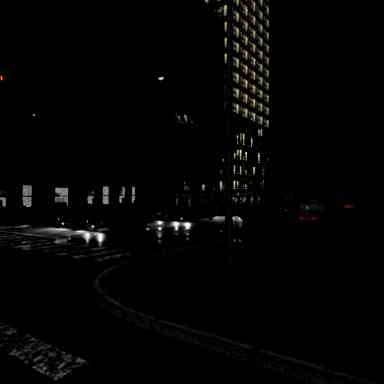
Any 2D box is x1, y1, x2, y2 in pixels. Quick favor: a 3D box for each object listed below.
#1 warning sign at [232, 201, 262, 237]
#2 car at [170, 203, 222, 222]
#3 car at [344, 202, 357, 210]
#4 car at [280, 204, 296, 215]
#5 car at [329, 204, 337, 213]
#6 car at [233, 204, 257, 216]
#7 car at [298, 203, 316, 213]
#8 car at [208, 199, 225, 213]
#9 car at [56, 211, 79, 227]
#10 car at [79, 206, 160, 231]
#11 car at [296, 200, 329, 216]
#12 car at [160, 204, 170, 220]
[{"bbox_3d":[3.068,1.454,18.571,1.300,1.860,1.060,1,1,33],"label":"warning sign"},{"bbox_3d":[0.496,2.055,32.101,2.033,1.411,5.357,0,-1,33],"label":"car"},{"bbox_3d":[31.303,2.789,65.816,1.882,1.535,5.008,0,-1,33],"label":"car"},{"bbox_3d":[13.730,2.418,46.440,1.994,1.385,4.181,0,-1,33],"label":"car"},{"bbox_3d":[21.755,2.596,53.030,1.994,1.385,4.181,0,-1,33],"label":"car"},{"bbox_3d":[6.473,2.197,41.401,2.128,1.511,4.902,0,-1,33],"label":"car"},{"bbox_3d":[19.019,2.554,54.785,1.812,1.442,4.674,0,-1,33],"label":"car"},{"bbox_3d":[3.471,1.916,42.761,2.150,2.045,5.566,0,-1,31],"label":"car"},{"bbox_3d":[-7.597,1.873,25.500,2.033,1.411,5.357,0,-1,33],"label":"car"},{"bbox_3d":[-4.940,1.874,23.622,2.033,1.411,5.357,0,-1,33],"label":"car"},{"bbox_3d":[16.032,2.065,44.041,2.150,2.045,5.566,0,-1,35],"label":"car"},{"bbox_3d":[-2.414,2.002,33.579,1.837,1.490,4.892,0,-1,33],"label":"car"}]
